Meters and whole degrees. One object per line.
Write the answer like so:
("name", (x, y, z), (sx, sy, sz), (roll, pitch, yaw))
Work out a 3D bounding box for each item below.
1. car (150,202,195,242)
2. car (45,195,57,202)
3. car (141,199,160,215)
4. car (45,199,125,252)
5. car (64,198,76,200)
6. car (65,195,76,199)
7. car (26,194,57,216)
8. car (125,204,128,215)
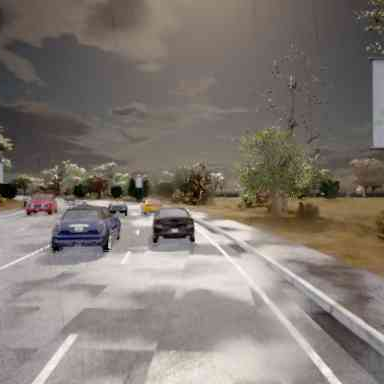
("car", (-0.996, 1.479, 16.447), (1.882, 1.535, 5.008), (0, 0, -6))
("car", (-30.542, 1.410, 71.912), (1.812, 1.442, 4.674), (0, 0, -29))
("car", (-4.191, 1.484, 34.545), (1.882, 1.535, 5.008), (0, 0, -13))
("car", (-4.278, 1.359, 14.139), (2.097, 1.767, 4.553), (0, 0, -5))
("car", (-11.165, 1.577, 32.770), (1.994, 1.385, 4.181), (0, 0, -14))
("car", (-26.061, 1.416, 71.137), (1.837, 1.490, 4.892), (0, 0, -29))
("car", (-14.826, 1.236, 33.162), (2.150, 2.045, 5.566), (0, 0, -14))
("car", (-7.415, 1.610, 33.072), (1.895, 1.301, 4.718), (0, 0, -13))
